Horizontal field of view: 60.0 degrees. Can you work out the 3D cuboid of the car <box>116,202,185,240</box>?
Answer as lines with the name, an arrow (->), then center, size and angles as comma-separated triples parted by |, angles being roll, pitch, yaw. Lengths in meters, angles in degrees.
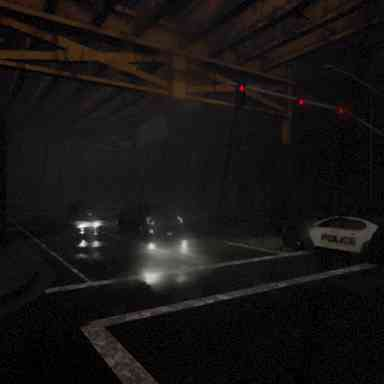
car -> -2.265, 1.352, 17.260 | 2.097, 1.767, 4.553 | 0, 0, -33

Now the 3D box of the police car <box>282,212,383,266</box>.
police car -> 5.502, 1.509, 11.949 | 2.038, 1.542, 4.974 | 0, 0, -33

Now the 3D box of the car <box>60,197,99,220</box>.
car -> -9.319, 1.489, 28.084 | 2.128, 1.511, 4.902 | 0, 0, -33
